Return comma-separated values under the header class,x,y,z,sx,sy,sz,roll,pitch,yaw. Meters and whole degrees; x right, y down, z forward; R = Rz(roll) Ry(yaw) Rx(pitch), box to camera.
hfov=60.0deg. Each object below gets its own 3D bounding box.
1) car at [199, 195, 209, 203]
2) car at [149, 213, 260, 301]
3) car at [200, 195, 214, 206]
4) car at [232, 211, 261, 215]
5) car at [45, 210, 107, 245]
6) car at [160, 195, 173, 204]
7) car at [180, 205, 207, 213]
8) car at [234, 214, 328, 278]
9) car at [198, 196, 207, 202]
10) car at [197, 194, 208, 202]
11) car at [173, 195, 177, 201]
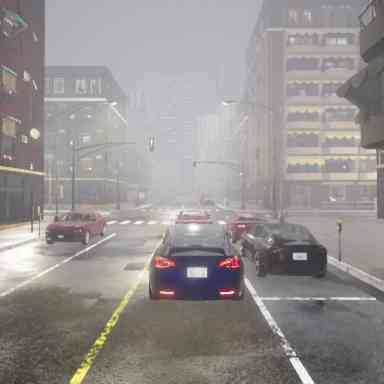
class,x,y,z,sx,sy,sz,roll,pitch,yaw
car,2.535,1.493,70.795,1.967,1.590,4.097,1,0,0
car,0.096,1.506,8.381,2.163,1.488,4.792,0,0,0
car,2.673,1.577,53.726,1.887,1.381,4.507,1,0,0
car,2.565,1.550,15.670,1.887,1.381,4.507,1,0,0
car,-5.282,1.550,15.638,1.887,1.381,4.507,1,0,0
car,-5.360,1.597,65.090,2.008,1.369,4.403,1,0,0
car,0.084,1.607,18.104,1.895,1.301,4.718,0,0,0
car,2.568,1.569,9.999,1.947,1.339,4.313,1,0,0
car,2.527,1.635,82.175,1.947,1.339,4.313,1,0,0
car,2.572,1.359,63.672,2.192,1.841,5.009,1,0,0
car,-5.356,1.623,87.848,1.887,1.381,4.507,1,0,0
